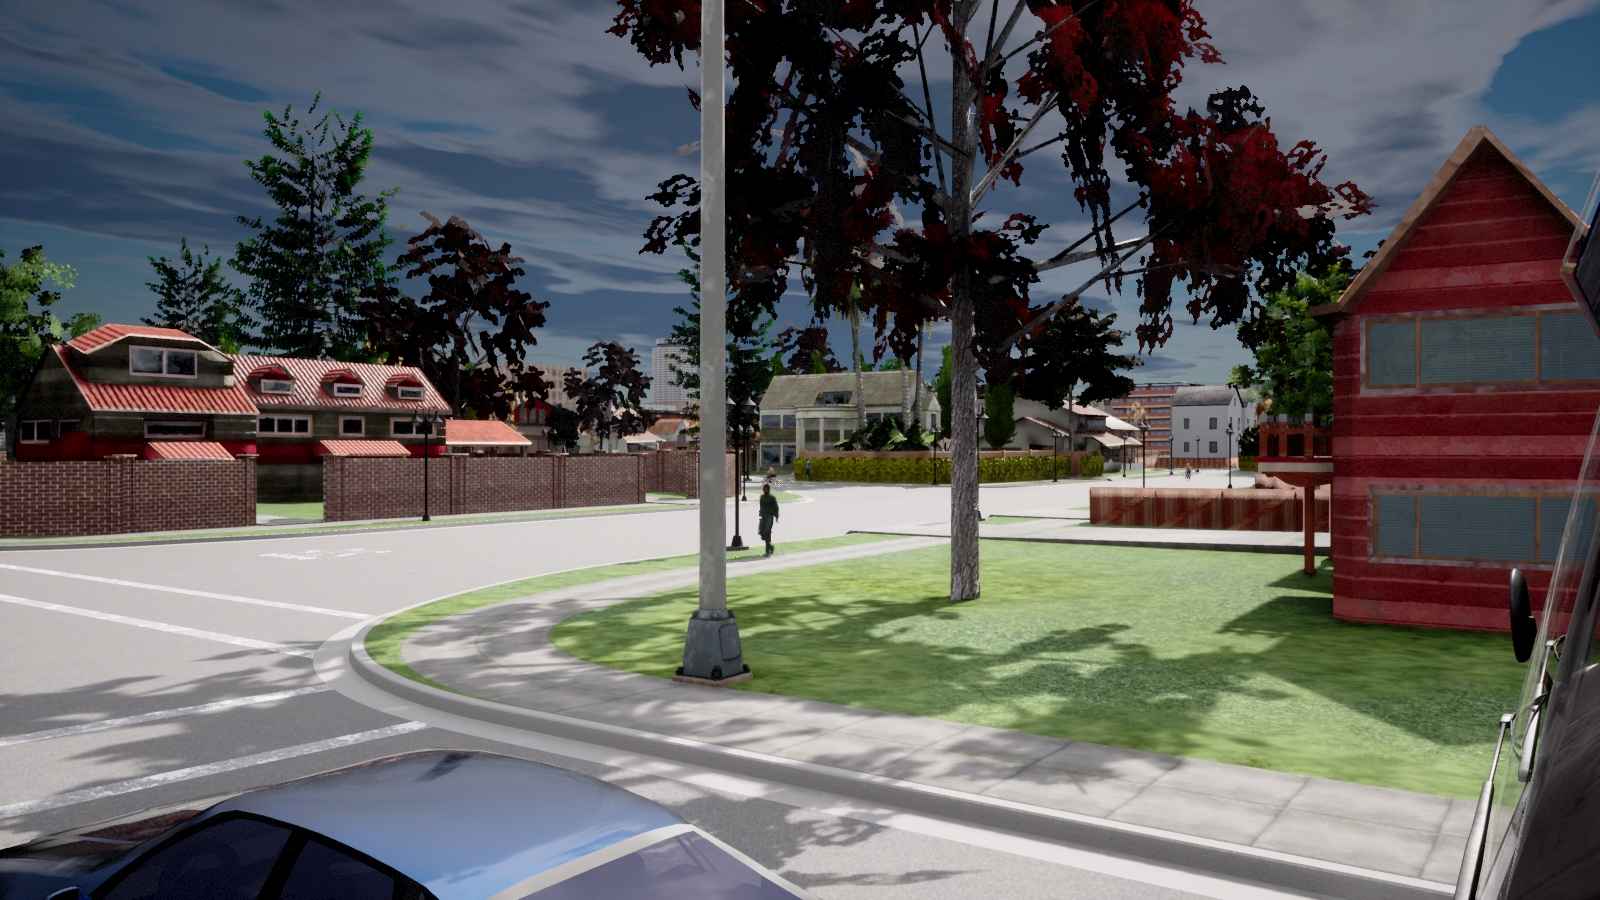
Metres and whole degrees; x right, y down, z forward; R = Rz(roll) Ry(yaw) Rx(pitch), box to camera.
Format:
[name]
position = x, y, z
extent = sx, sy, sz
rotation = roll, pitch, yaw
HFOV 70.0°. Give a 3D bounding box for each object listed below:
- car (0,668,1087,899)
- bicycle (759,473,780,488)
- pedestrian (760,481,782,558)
[car]
position = -1.713, 2.106, 4.943
extent = 5.357, 1.411, 2.033
rotation = 0, 0, 36
[bicycle]
position = -2.305, 2.256, 85.647
extent = 0.859, 1.080, 1.487
rotation = 0, 0, 34
[pedestrian]
position = -0.717, 1.704, 28.236
extent = 0.375, 1.860, 0.375
rotation = 0, 0, 35
